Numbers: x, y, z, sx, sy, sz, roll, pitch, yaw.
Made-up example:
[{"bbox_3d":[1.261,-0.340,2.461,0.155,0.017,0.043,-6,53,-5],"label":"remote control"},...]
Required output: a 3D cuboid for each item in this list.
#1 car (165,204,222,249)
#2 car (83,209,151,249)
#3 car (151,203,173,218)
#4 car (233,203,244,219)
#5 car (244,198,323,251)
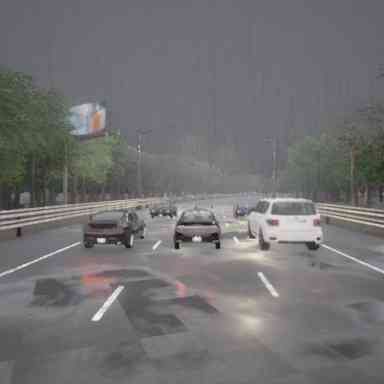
[{"bbox_3d":[0.271,1.493,14.441,2.128,1.511,4.902,0,0,2],"label":"car"},{"bbox_3d":[-3.227,1.514,14.570,1.837,1.490,4.892,0,0,2],"label":"car"},{"bbox_3d":[-2.404,1.617,29.512,1.895,1.301,4.718,0,0,4],"label":"car"},{"bbox_3d":[4.577,1.617,29.000,1.895,1.301,4.718,0,0,4],"label":"car"},{"bbox_3d":[3.769,1.256,14.343,2.150,2.045,5.566,0,0,2],"label":"car"}]
